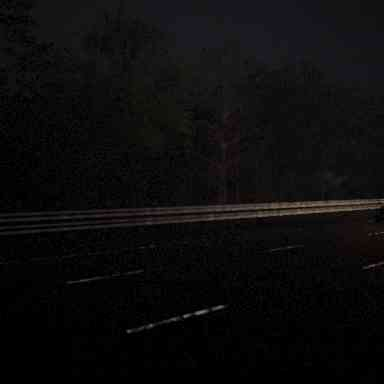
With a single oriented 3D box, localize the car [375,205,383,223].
[{"bbox_3d":[14.128,1.357,22.398,4.674,1.442,1.812,-1,0,-35],"label":"car"}]
